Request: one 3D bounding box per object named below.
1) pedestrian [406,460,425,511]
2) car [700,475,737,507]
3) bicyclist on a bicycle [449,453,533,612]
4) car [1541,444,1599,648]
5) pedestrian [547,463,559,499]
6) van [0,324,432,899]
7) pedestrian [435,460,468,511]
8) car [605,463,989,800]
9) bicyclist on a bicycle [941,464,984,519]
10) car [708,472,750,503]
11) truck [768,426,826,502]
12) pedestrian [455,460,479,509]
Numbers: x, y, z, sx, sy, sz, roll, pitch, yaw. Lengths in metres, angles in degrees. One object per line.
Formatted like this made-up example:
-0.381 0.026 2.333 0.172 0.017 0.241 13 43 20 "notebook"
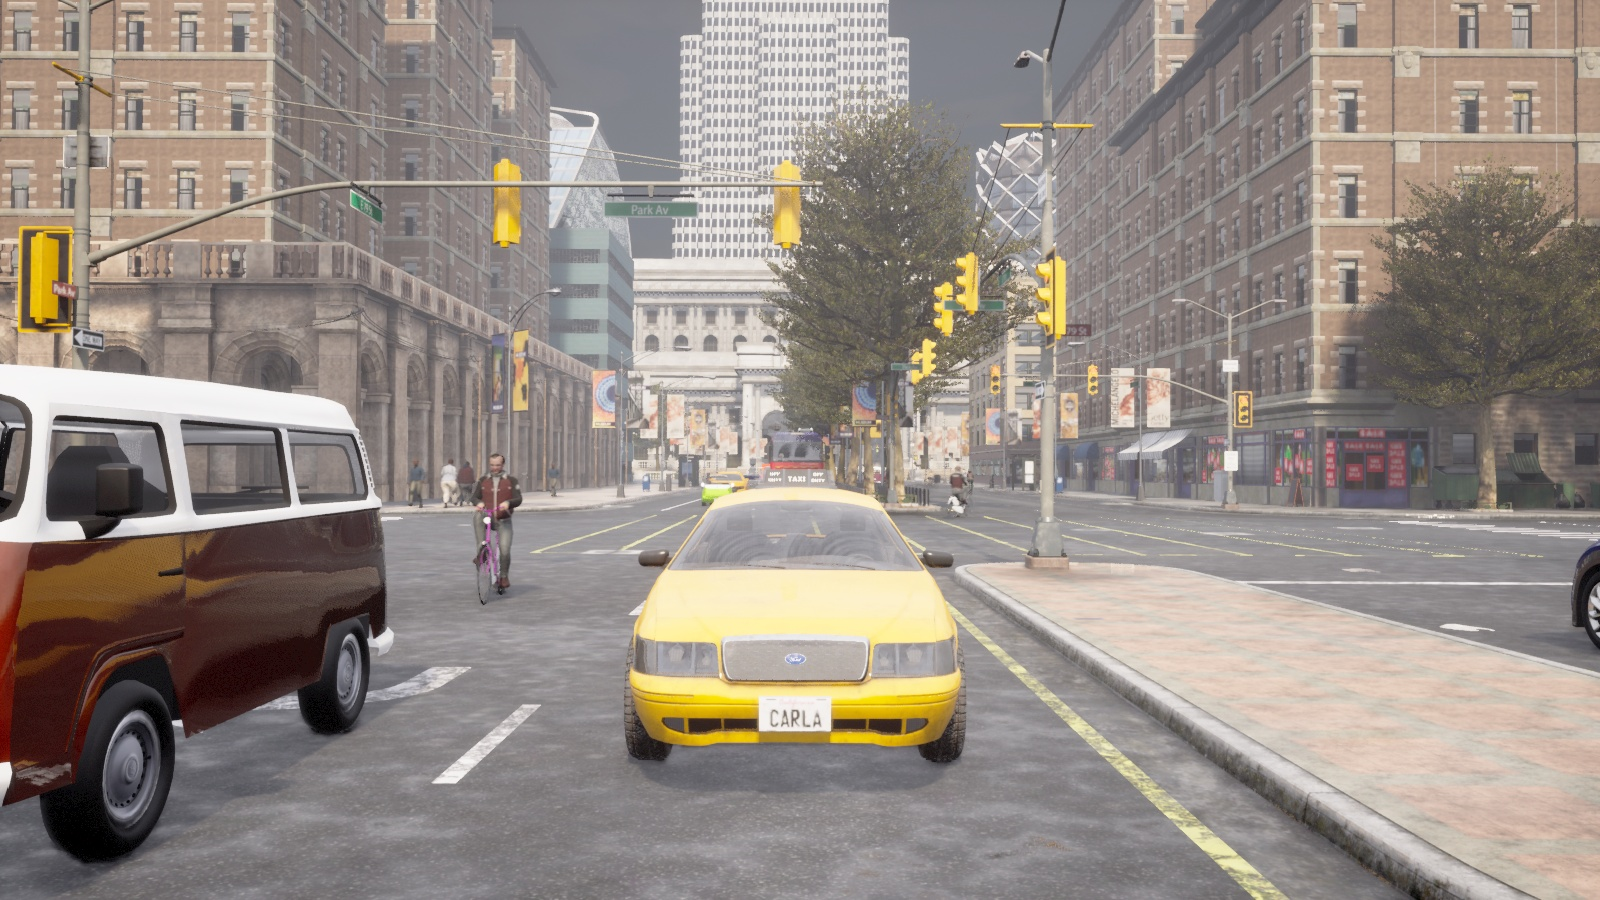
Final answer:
-13.856 1.285 45.278 0.370 1.835 0.726 0 -1 7 "pedestrian"
-3.627 1.823 56.088 1.481 1.376 2.207 0 -1 0 "car"
-3.662 0.951 15.007 0.659 1.776 1.843 0 -2 -4 "bicyclist on a bicycle"
7.978 0.799 9.444 2.097 1.767 4.553 0 -1 0 "car"
-12.682 1.603 64.502 0.370 1.835 0.726 0 -1 9 "pedestrian"
-3.515 0.657 6.232 2.069 2.038 4.480 0 -1 0 "van"
-12.780 1.294 46.049 0.874 1.855 0.900 0 -1 9 "pedestrian"
-0.020 0.898 8.598 1.801 1.575 5.366 0 -1 0 "car"
5.415 1.363 41.744 0.659 1.776 1.843 -2 -2 33 "bicyclist on a bicycle"
-3.648 1.896 64.986 1.882 1.535 5.008 0 -1 0 "car"
-0.158 0.786 67.774 2.891 3.827 8.468 0 -1 0 "truck"
-12.710 1.324 47.886 0.634 1.844 0.899 0 -1 4 "pedestrian"
